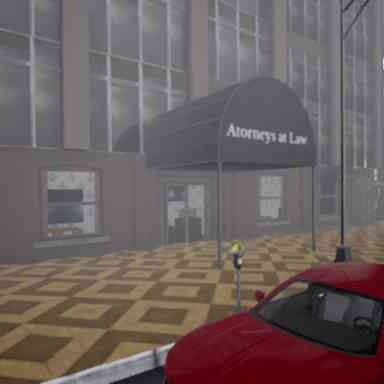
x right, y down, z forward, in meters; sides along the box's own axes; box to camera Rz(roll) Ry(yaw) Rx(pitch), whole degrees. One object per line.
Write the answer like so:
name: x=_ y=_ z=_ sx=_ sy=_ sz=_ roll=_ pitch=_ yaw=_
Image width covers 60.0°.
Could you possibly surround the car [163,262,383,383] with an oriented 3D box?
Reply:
car: x=1.796 y=1.545 z=3.684 sx=4.507 sy=1.381 sz=1.887 roll=0 pitch=-1 yaw=-35
